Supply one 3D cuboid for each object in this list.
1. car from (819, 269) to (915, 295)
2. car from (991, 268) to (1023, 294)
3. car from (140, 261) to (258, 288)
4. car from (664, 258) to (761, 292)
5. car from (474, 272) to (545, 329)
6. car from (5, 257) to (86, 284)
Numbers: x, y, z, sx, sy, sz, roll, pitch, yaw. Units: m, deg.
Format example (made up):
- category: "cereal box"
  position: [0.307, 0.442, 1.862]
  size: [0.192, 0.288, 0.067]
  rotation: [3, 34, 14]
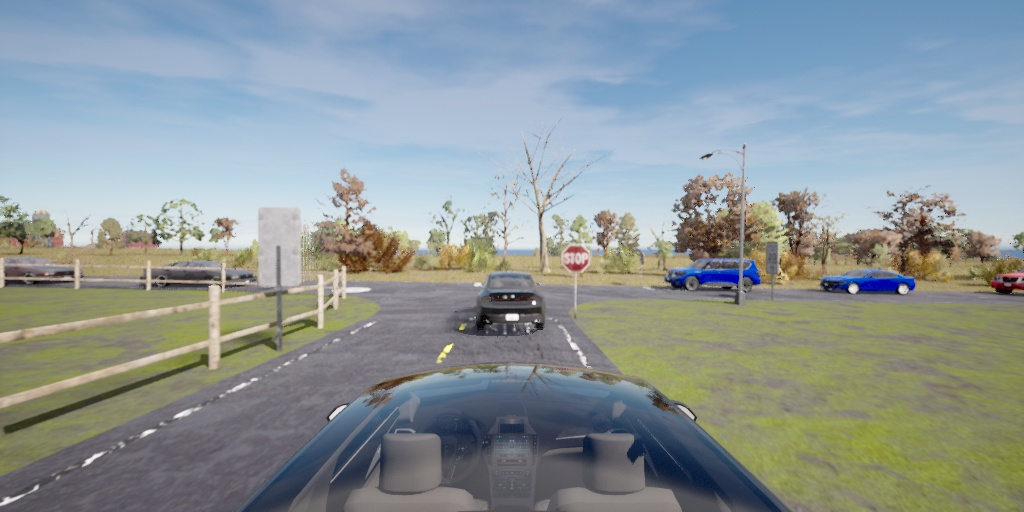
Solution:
- category: "car"
  position: [22.651, 1.599, 22.976]
  size: [5.008, 1.535, 1.882]
  rotation: [1, 1, 0]
- category: "car"
  position: [34.526, 1.554, 22.943]
  size: [5.566, 2.045, 2.150]
  rotation: [1, 1, 1]
- category: "car"
  position: [-17.462, 0.980, 20.115]
  size: [5.357, 1.411, 2.033]
  rotation: [1, 1, 0]
- category: "car"
  position: [12.791, 1.167, 23.001]
  size: [5.566, 2.045, 2.150]
  rotation: [1, 1, 0]
- category: "car"
  position: [-0.117, 1.237, 11.113]
  size: [1.837, 1.490, 4.892]
  rotation: [0, 0, -3]
- category: "car"
  position: [-27.529, 0.788, 20.133]
  size: [5.357, 1.411, 2.033]
  rotation: [1, 1, 0]
